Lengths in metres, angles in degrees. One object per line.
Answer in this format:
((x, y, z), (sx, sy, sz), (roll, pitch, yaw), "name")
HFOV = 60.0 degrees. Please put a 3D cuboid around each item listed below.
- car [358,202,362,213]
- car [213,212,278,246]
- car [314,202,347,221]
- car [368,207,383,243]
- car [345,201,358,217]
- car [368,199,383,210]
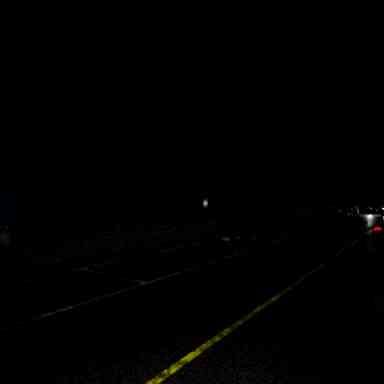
((18.396, 1.730, 38.493), (1.967, 1.590, 4.097), (1, 0, 35), "car")
((2.676, 1.634, 15.776), (1.947, 1.339, 4.313), (1, 0, 35), "car")
((12.107, 1.783, 29.406), (1.802, 1.307, 4.206), (1, 0, 35), "car")
((10.059, 1.694, 16.310), (2.033, 1.411, 5.357), (1, 0, 35), "car")
((15.251, 1.811, 33.949), (1.947, 1.339, 4.313), (1, 0, 35), "car")
((21.855, 1.834, 38.829), (1.837, 1.490, 4.892), (1, -1, 35), "car")
